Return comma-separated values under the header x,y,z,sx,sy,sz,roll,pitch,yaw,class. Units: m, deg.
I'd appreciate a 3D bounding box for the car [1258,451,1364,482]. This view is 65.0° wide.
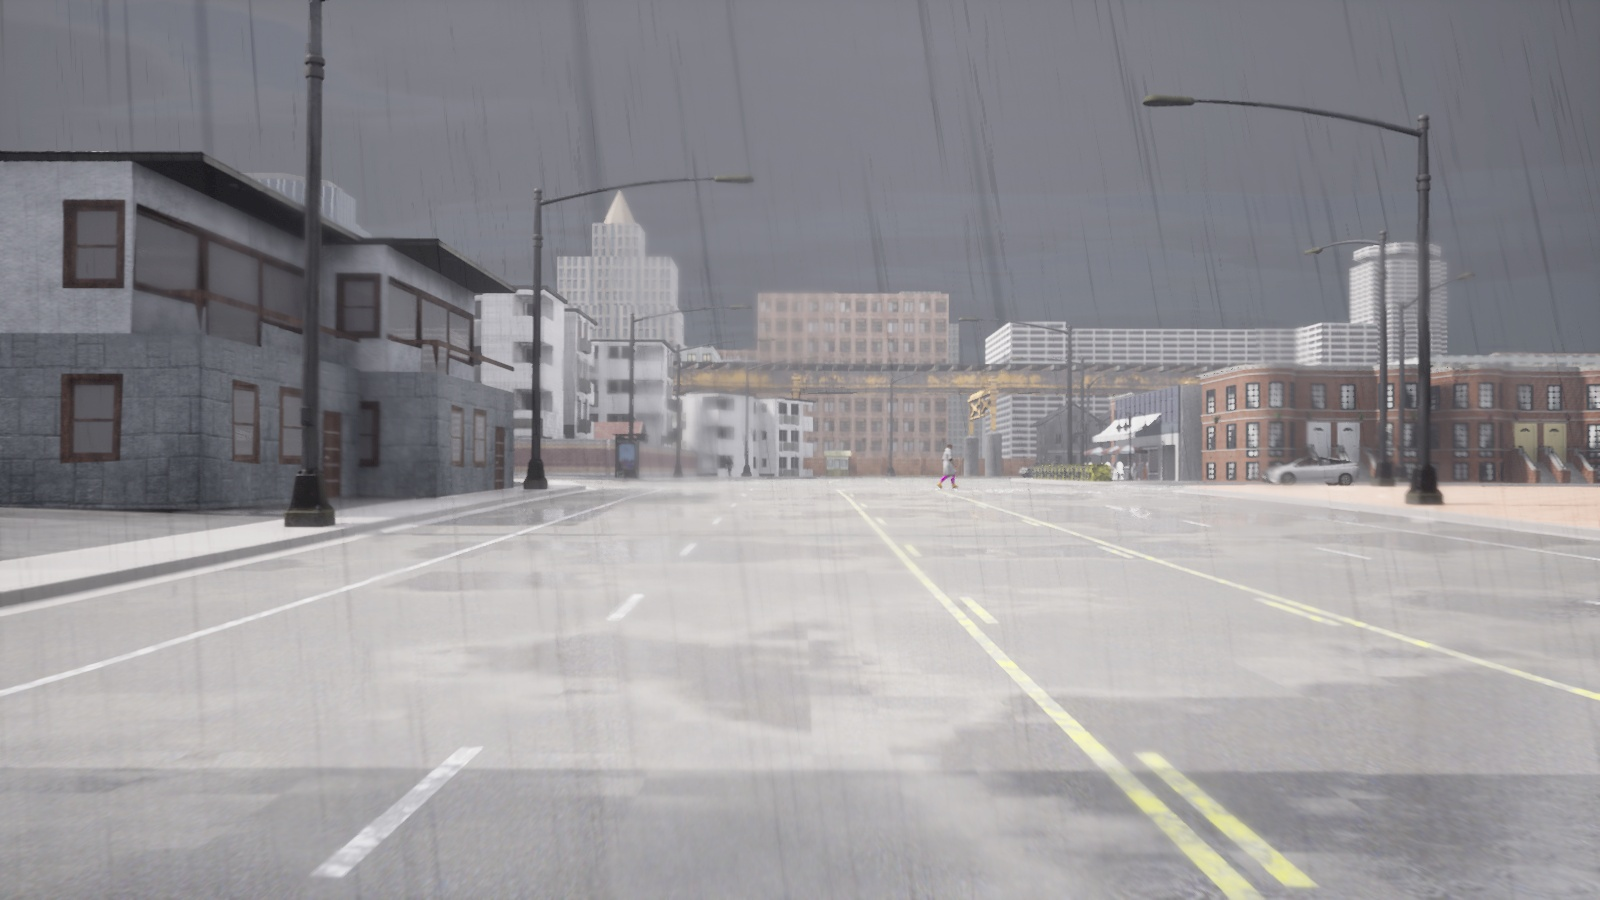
x,y,z,sx,sy,sz,roll,pitch,yaw,class
25.598,0.832,63.046,4.514,1.525,2.007,0,-1,1,car

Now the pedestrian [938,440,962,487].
x,y,z,sx,sy,sz,roll,pitch,yaw,class
6.182,0.562,51.725,0.873,1.952,0.659,0,-1,-4,pedestrian
